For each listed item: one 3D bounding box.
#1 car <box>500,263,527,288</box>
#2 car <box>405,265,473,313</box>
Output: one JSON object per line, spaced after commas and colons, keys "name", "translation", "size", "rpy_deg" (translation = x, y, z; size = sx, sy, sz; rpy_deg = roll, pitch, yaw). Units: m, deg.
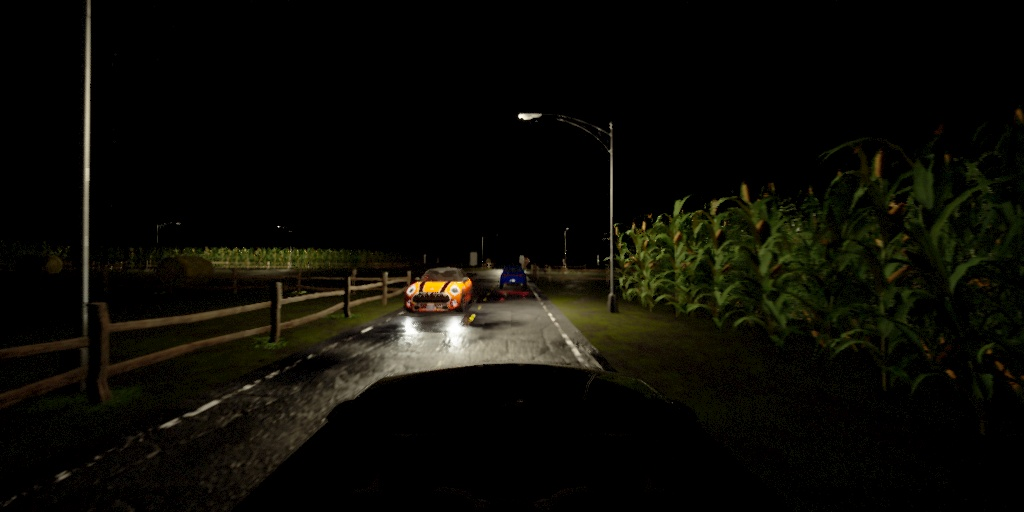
{"name": "car", "translation": [0.098, 1.531, 26.699], "size": [1.882, 1.535, 5.008], "rpy_deg": [0, -1, 0]}
{"name": "car", "translation": [-2.842, 1.263, 14.822], "size": [2.097, 1.767, 4.553], "rpy_deg": [0, -1, 0]}
